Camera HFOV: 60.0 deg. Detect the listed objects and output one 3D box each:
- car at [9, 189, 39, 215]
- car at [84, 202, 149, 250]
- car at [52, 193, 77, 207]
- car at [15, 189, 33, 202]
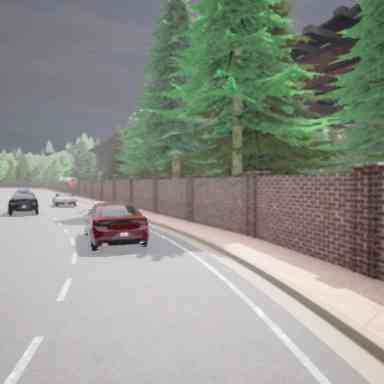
[{"bbox_3d":[-12.609,0.798,25.001,1.882,1.535,5.008,-1,2,-27],"label":"car"},{"bbox_3d":[-3.026,1.124,12.774,1.882,1.535,5.008,0,2,-21],"label":"car"},{"bbox_3d":[-12.646,0.704,32.831,1.895,1.301,4.718,-1,2,-27],"label":"car"},{"bbox_3d":[-20.523,0.399,40.562,1.837,1.490,4.892,-1,0,-27],"label":"car"}]
